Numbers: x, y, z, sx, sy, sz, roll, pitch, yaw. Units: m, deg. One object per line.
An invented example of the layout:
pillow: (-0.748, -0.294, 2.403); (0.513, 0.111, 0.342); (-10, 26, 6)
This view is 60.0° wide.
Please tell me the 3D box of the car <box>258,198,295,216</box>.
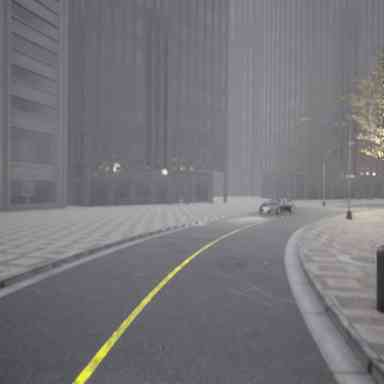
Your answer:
car: (7.775, 1.301, 30.276); (2.128, 1.511, 4.902); (1, 1, 38)
